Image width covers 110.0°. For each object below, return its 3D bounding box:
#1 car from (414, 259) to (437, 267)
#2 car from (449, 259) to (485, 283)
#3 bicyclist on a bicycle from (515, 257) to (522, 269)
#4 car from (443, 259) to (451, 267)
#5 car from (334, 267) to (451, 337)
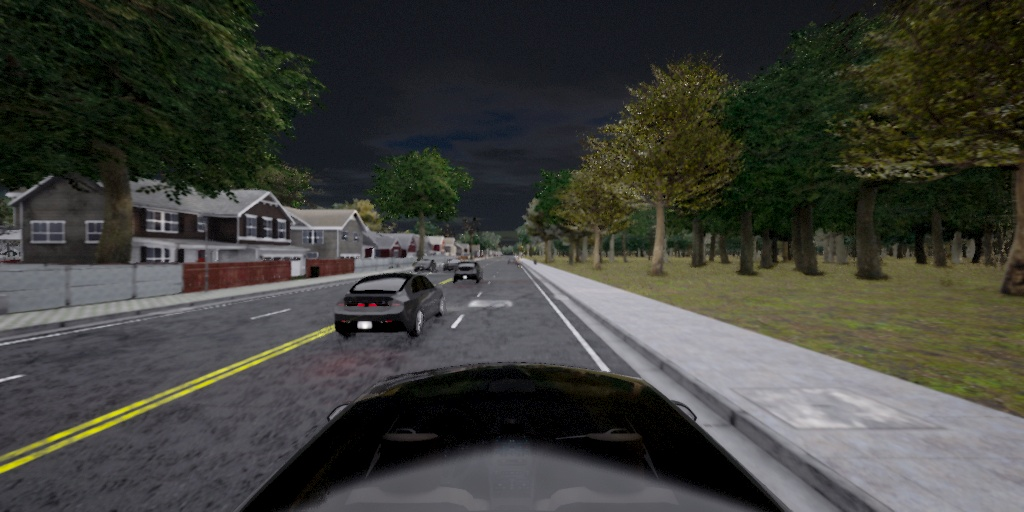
[{"bbox_3d":[-9.835,1.088,41.138,1.837,1.490,4.892,0,1,0],"label":"car"},{"bbox_3d":[-3.149,1.151,26.442,1.837,1.490,4.892,0,0,0],"label":"car"},{"bbox_3d":[0.884,1.003,45.322,0.866,1.612,1.509,0,0,0],"label":"bicyclist on a bicycle"},{"bbox_3d":[-6.586,1.063,40.729,1.882,1.535,5.008,0,0,0],"label":"car"},{"bbox_3d":[-3.150,1.220,10.095,1.837,1.490,4.892,0,0,0],"label":"car"}]
